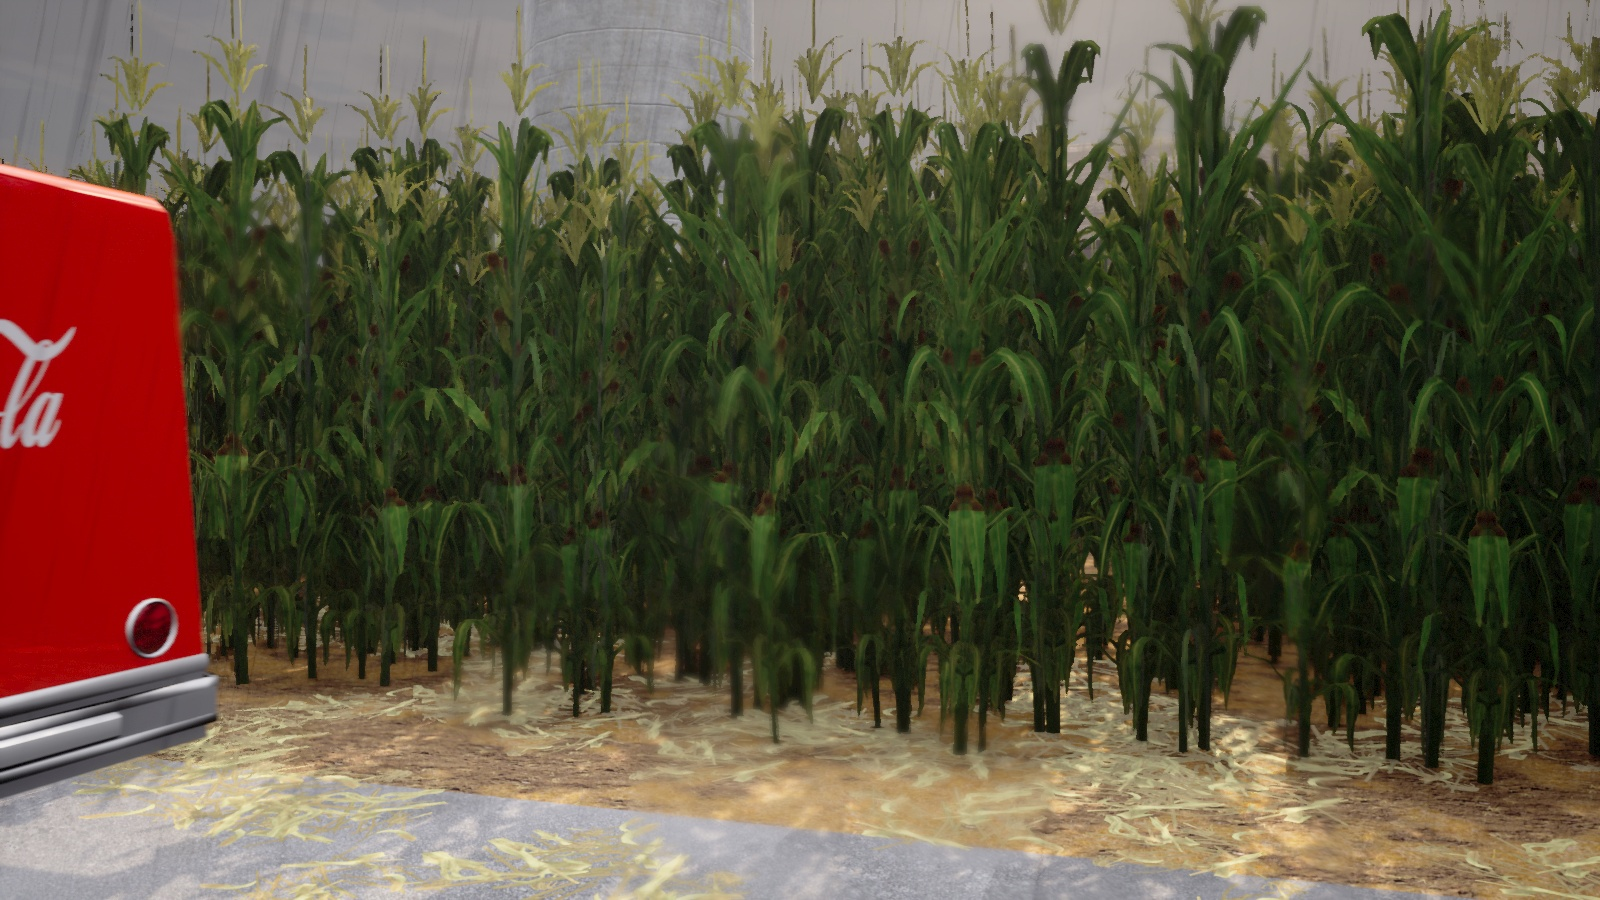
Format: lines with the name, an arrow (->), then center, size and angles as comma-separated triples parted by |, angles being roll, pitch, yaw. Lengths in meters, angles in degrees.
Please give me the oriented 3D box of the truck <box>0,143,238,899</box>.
truck -> -5.080, 0.224, 4.474 | 5.204, 2.467, 2.627 | 1, 1, 19
